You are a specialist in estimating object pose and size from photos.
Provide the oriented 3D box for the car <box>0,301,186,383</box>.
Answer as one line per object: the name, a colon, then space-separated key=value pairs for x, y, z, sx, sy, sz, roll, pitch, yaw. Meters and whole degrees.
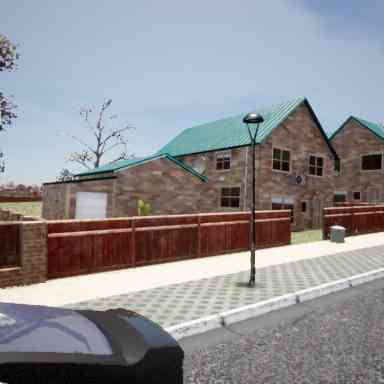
car: x=-2.218 y=1.490 z=1.485 sx=4.902 sy=1.511 sz=2.128 roll=0 pitch=0 yaw=-36
